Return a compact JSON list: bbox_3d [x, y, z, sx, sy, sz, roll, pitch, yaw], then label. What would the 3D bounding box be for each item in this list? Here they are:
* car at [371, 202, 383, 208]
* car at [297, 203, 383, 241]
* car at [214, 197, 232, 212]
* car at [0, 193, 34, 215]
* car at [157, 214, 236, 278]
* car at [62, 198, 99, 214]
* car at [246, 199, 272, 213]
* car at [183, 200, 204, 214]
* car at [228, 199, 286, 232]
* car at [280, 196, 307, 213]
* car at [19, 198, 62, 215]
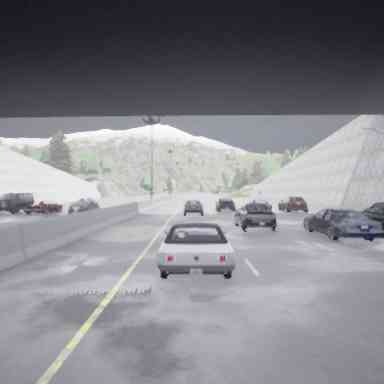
[{"bbox_3d":[10.615,1.284,17.938,2.097,1.767,4.553,0,0,0],"label":"car"},{"bbox_3d":[7.113,1.486,16.204,2.033,1.411,5.357,0,0,0],"label":"car"},{"bbox_3d":[3.649,1.362,36.866,1.837,1.490,4.892,0,0,0],"label":"car"},{"bbox_3d":[-17.550,1.089,32.884,2.150,2.045,5.566,0,0,0],"label":"car"},{"bbox_3d":[0.105,1.562,9.972,1.895,1.301,4.718,0,0,0],"label":"car"},{"bbox_3d":[-10.554,1.362,32.713,2.128,1.511,4.902,0,0,0],"label":"car"},{"bbox_3d":[7.147,1.463,35.858,1.895,1.301,4.718,0,0,0],"label":"car"},{"bbox_3d":[0.140,1.424,31.816,2.033,1.411,5.357,0,0,0],"label":"car"},{"bbox_3d":[3.617,1.416,19.531,2.128,1.511,4.902,0,0,0],"label":"car"},{"bbox_3d":[10.646,1.217,35.452,2.097,1.767,4.553,0,0,0],"label":"car"},{"bbox_3d":[-14.057,1.475,31.666,1.895,1.301,4.718,0,0,0],"label":"car"}]
